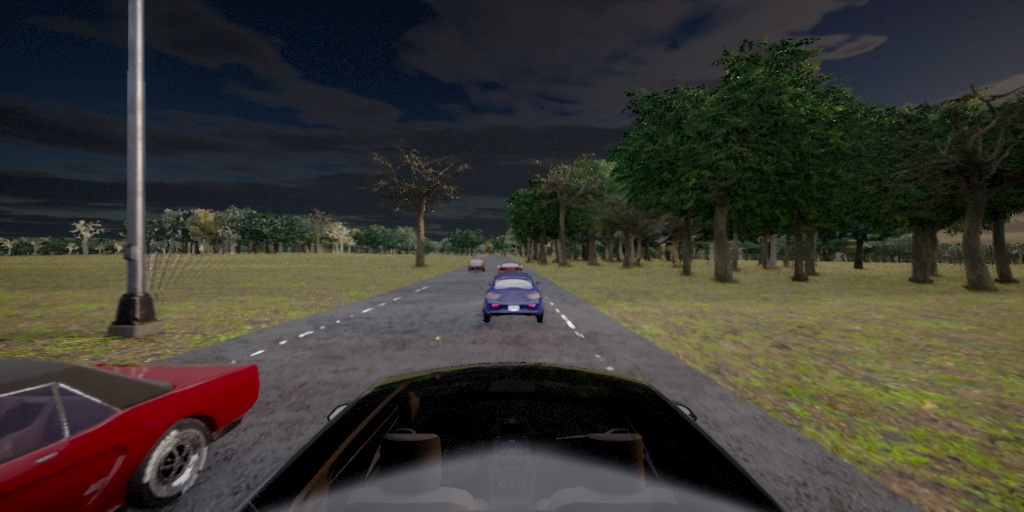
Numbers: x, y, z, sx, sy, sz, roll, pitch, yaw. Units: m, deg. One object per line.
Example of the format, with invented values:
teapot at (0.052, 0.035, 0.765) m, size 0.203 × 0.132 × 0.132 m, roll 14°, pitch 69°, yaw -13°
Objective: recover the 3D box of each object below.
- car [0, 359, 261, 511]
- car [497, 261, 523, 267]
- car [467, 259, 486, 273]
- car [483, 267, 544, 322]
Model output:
car at (-3.608, 1.351, 1.569) m, size 1.895 × 1.301 × 4.718 m, roll 0°, pitch 0°, yaw 0°
car at (-0.150, 1.173, 28.642) m, size 1.882 × 1.535 × 5.008 m, roll 0°, pitch 0°, yaw -1°
car at (-4.084, 1.073, 41.909) m, size 1.882 × 1.535 × 5.008 m, roll 0°, pitch 1°, yaw -1°
car at (0.035, 1.275, 12.223) m, size 1.812 × 1.442 × 4.674 m, roll 0°, pitch 0°, yaw 0°
